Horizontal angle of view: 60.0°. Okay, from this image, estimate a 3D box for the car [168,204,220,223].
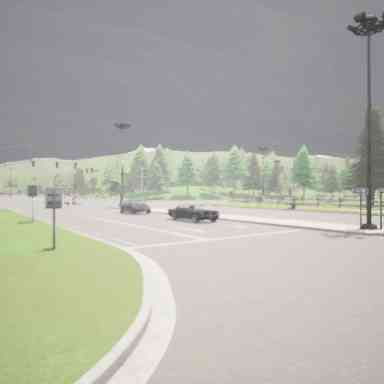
[{"bbox_3d":[0.082,1.600,25.637,1.895,1.301,4.718,0,0,-35],"label":"car"}]

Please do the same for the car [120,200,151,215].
[{"bbox_3d":[-5.876,1.524,34.239,1.812,1.442,4.674,0,0,-34],"label":"car"}]
